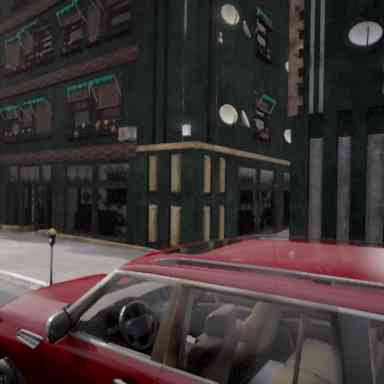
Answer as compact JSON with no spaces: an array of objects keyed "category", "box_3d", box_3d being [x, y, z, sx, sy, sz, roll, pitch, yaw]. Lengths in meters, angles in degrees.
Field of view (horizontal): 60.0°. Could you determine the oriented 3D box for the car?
[{"category":"car","box_3d":[0.283,1.312,2.650,5.009,1.841,2.192,0,1,36]}]
